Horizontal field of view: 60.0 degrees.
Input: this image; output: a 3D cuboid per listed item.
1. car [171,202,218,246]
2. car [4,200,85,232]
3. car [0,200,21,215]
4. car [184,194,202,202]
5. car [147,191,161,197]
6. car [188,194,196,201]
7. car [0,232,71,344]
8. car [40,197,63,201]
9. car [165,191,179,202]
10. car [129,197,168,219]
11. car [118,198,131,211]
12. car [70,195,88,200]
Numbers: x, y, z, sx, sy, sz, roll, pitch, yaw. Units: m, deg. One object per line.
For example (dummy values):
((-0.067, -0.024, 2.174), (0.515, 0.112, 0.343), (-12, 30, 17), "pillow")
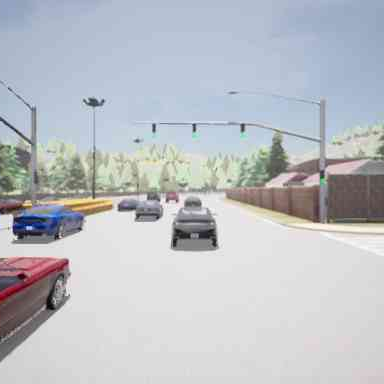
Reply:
((0.103, 1.397, 14.827), (2.128, 1.511, 4.902), (0, 0, 0), "car")
((-6.897, 1.373, 16.583), (1.882, 1.535, 5.008), (0, 0, 0), "car")
((-17.558, 1.403, 31.362), (1.895, 1.301, 4.718), (0, 0, 0), "car")
((0.107, 1.247, 36.587), (1.882, 1.535, 5.008), (0, 0, 0), "car")
((-6.963, 0.843, 60.640), (2.150, 2.045, 5.566), (0, 1, 1), "car")
((0.014, 1.080, 70.449), (1.812, 1.442, 4.674), (0, 0, 1), "car")
((-3.399, 1.570, 4.728), (1.895, 1.301, 4.718), (0, 0, 0), "car")
((-17.491, 1.287, 41.328), (2.033, 1.411, 5.357), (0, 0, 0), "car")
((-3.488, 0.853, 58.525), (2.150, 2.045, 5.566), (0, 0, 0), "car")
((-3.394, 1.376, 27.060), (2.033, 1.411, 5.357), (0, 0, 0), "car")
((-6.893, 1.331, 36.983), (1.994, 1.385, 4.181), (0, 0, 0), "car")
((-17.489, 1.201, 51.651), (1.812, 1.442, 4.674), (0, 0, 0), "car")
